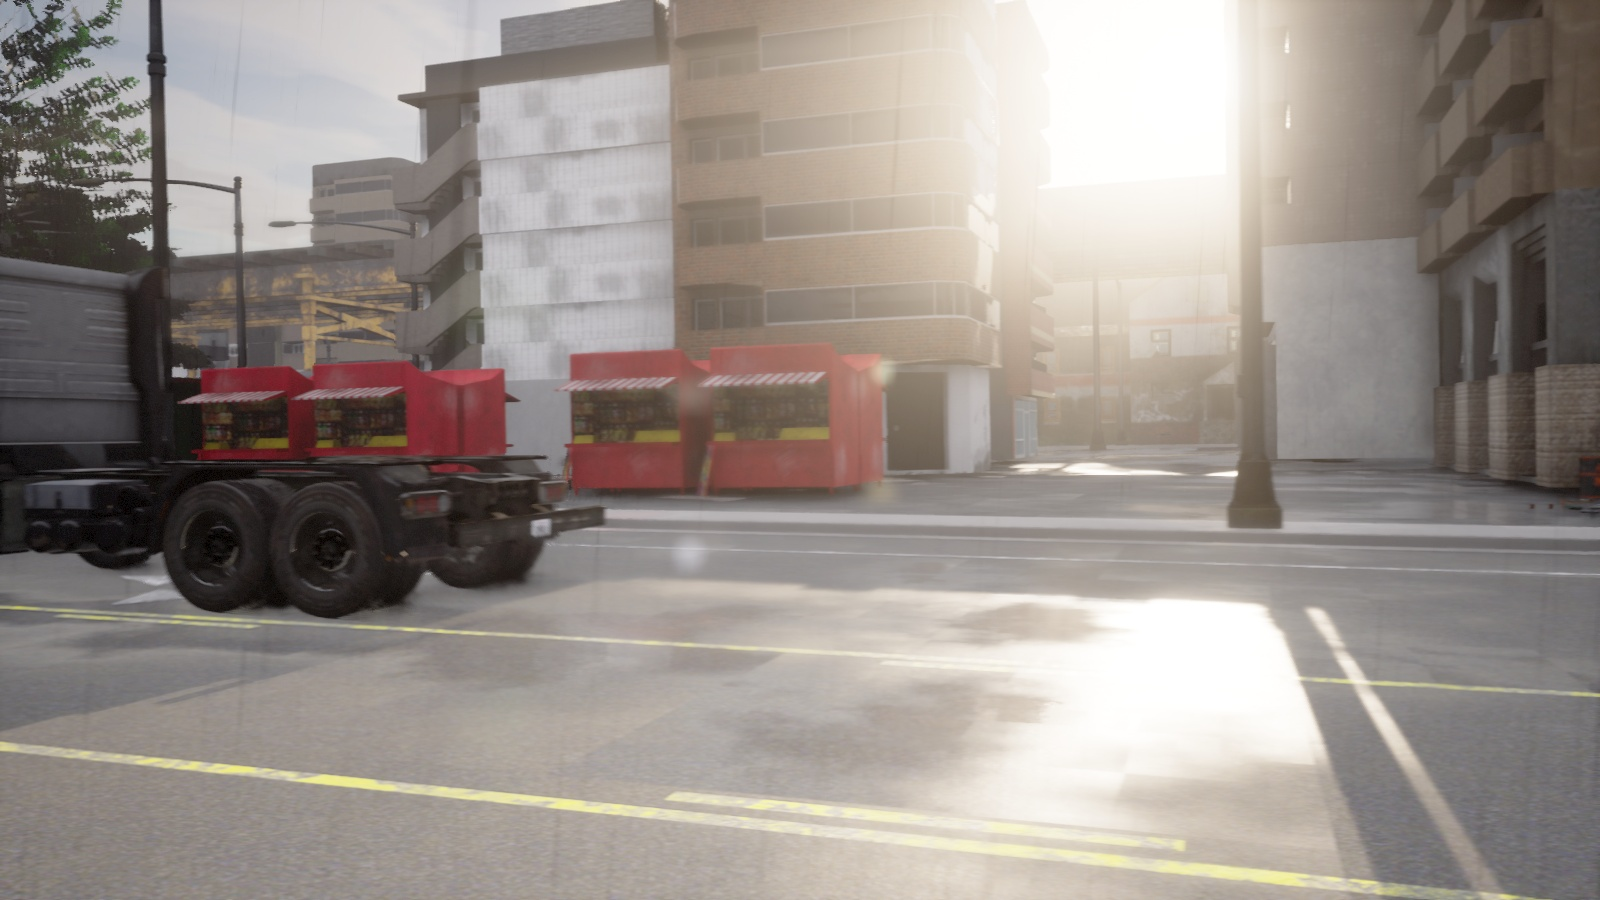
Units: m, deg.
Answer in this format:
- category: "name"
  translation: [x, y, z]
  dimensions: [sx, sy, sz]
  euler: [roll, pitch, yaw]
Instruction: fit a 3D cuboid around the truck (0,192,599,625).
- category: "truck"
  translation: [-6.267, -0.380, 12.673]
  dimensions: [7.936, 3.462, 2.891]
  euler: [1, 1, 19]
